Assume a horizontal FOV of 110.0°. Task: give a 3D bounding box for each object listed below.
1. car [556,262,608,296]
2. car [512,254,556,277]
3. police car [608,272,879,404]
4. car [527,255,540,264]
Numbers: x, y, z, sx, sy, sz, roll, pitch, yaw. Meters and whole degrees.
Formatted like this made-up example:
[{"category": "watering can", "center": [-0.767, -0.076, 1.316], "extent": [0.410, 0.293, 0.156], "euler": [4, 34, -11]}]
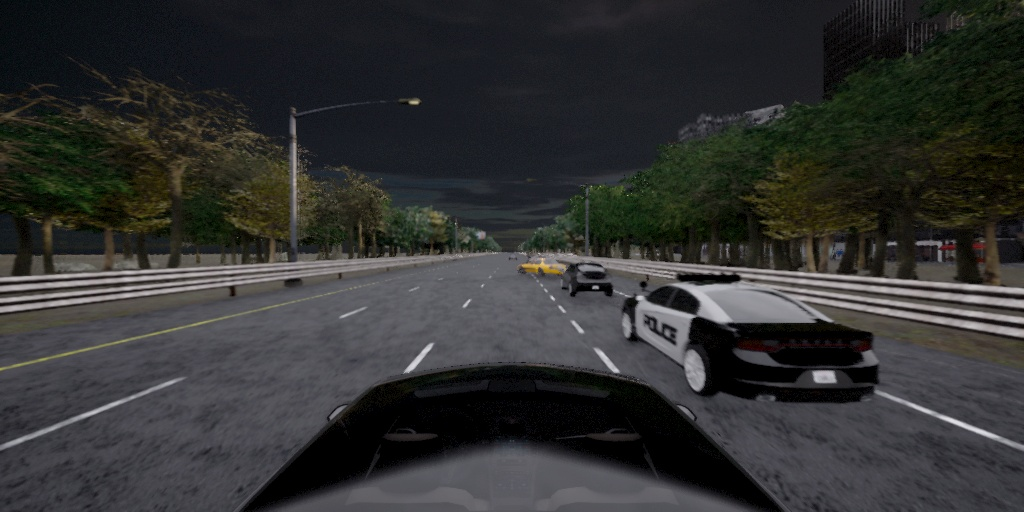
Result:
[{"category": "car", "center": [3.506, 1.057, 17.475], "extent": [1.837, 1.490, 4.892], "euler": [0, 1, 0]}, {"category": "car", "center": [2.377, 0.848, 30.218], "extent": [1.801, 1.575, 5.366], "euler": [0, 1, -30]}, {"category": "police car", "center": [3.499, 1.115, 6.599], "extent": [1.930, 1.638, 5.238], "euler": [0, 1, 0]}, {"category": "car", "center": [3.629, 0.546, 61.448], "extent": [2.033, 1.411, 5.357], "euler": [0, 1, 0]}]
